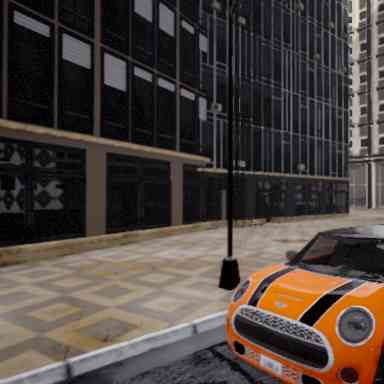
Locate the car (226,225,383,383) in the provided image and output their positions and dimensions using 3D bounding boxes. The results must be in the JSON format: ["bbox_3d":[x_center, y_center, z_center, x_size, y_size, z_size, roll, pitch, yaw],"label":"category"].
[{"bbox_3d":[2.659,1.371,5.190,4.553,1.767,2.097,0,0,-38],"label":"car"}]
